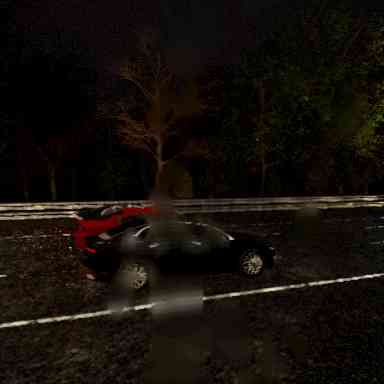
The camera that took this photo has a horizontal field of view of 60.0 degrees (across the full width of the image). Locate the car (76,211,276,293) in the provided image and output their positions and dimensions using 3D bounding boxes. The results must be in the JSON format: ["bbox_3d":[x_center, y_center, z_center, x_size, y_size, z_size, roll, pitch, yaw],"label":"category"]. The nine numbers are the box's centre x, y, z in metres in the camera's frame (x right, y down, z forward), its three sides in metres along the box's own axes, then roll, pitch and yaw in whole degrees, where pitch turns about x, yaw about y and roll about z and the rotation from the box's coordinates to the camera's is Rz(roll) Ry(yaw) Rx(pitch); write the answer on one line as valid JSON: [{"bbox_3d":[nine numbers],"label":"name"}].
[{"bbox_3d":[-0.229,1.376,8.358,4.892,1.490,1.837,-1,1,-21],"label":"car"}]

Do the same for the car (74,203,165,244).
[{"bbox_3d":[-1.443,1.296,11.639,5.008,1.535,1.882,-1,1,-21],"label":"car"}]
